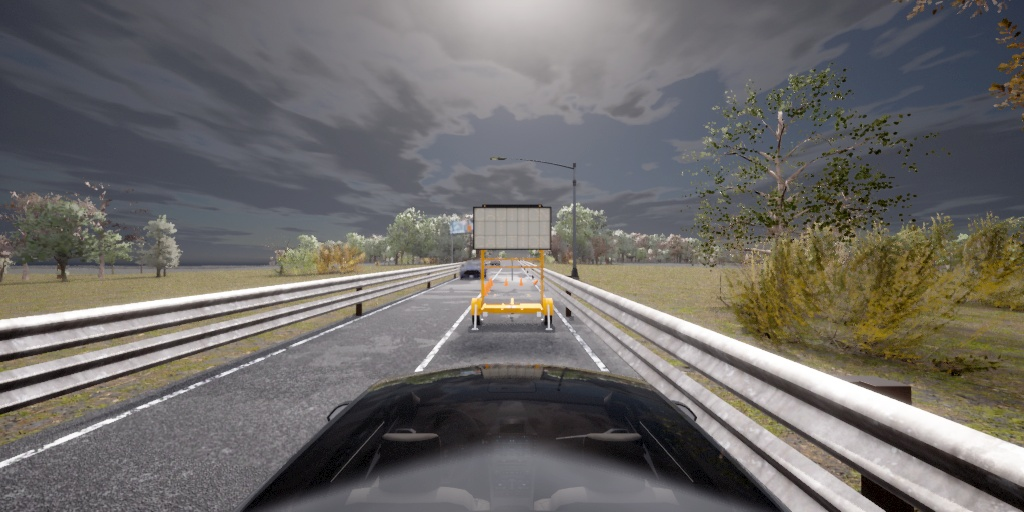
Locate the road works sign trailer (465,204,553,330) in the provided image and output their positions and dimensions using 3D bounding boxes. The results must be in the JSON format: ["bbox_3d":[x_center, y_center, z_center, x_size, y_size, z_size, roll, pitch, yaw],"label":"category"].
[{"bbox_3d":[0.009,0.218,11.109,2.380,3.560,2.880,0,0,0],"label":"road works sign trailer"}]

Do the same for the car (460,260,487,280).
[{"bbox_3d":[-3.353,1.113,31.829,2.097,1.767,4.553,0,0,0],"label":"car"}]
